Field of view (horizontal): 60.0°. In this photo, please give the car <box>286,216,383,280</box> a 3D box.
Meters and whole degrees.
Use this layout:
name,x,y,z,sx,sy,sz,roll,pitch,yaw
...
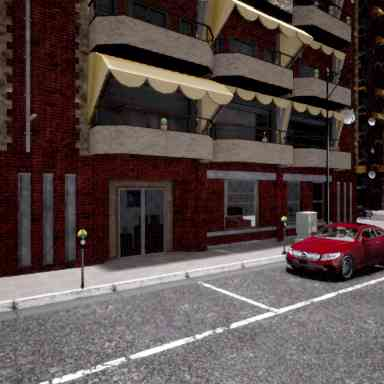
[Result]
name,x,y,z,sx,sy,sz,roll,pitch,yaw
car,4.616,1.582,9.901,4.206,1.307,1.802,0,0,-35

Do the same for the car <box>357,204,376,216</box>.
name,x,y,z,sx,sy,sz,roll,pitch,yaw
car,15.562,1.804,32.951,2.128,1.511,4.902,0,-1,-36
